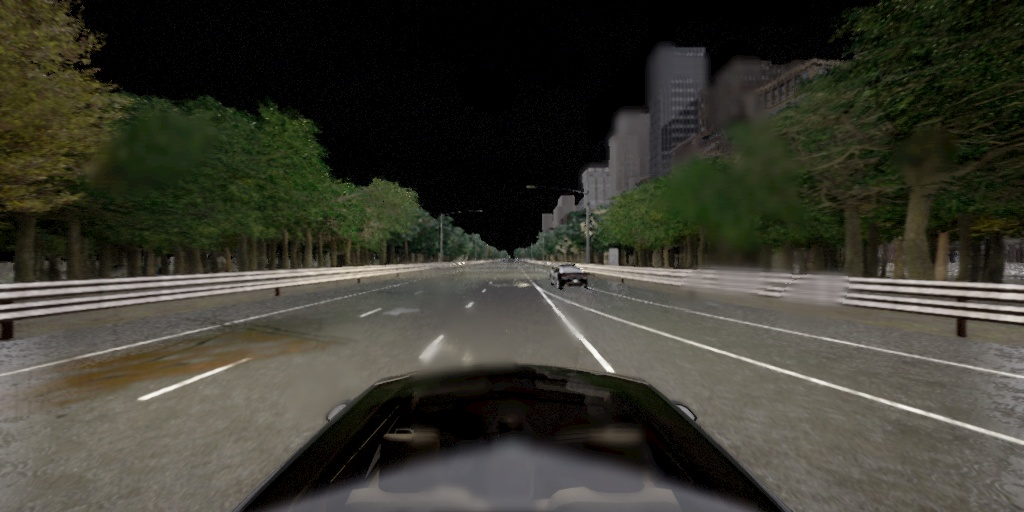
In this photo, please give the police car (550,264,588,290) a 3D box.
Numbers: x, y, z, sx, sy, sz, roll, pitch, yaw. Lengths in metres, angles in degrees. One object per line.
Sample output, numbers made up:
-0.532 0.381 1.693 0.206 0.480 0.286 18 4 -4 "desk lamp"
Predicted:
3.798 1.370 24.701 1.930 1.638 5.238 0 0 -3 "police car"
